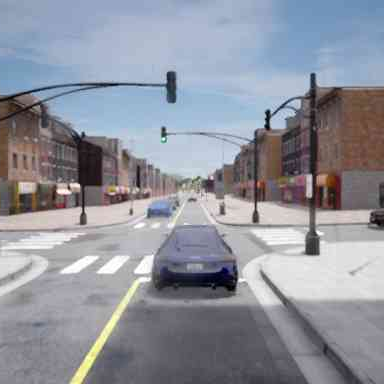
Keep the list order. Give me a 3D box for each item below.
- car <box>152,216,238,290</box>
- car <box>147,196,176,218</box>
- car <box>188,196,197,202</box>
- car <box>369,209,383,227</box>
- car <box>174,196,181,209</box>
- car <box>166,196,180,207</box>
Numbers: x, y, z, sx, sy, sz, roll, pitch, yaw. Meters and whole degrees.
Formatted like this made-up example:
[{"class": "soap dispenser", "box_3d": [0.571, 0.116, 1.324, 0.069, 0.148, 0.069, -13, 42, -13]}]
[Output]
[{"class": "car", "box_3d": [0.092, 1.573, 9.124, 1.994, 1.385, 4.181, 0, 0, 1]}, {"class": "car", "box_3d": [-2.830, 1.440, 29.961, 1.882, 1.535, 5.008, 0, 0, 2]}, {"class": "car", "box_3d": [0.045, 1.387, 70.074, 1.895, 1.301, 4.718, 0, 0, 0]}, {"class": "car", "box_3d": [12.168, 1.123, 17.809, 5.008, 1.535, 1.882, -2, 1, 0]}, {"class": "car", "box_3d": [-2.831, 1.421, 40.010, 2.128, 1.511, 4.902, 0, 0, 0]}, {"class": "car", "box_3d": [-2.816, 1.392, 50.370, 1.837, 1.490, 4.892, 0, 0, 1]}]
